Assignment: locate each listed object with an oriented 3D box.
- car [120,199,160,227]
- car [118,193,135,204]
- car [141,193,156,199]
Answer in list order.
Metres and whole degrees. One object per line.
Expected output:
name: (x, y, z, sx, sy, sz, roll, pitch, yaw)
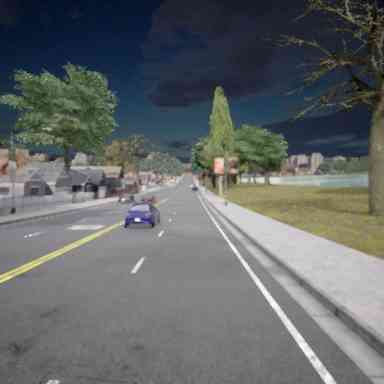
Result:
car: (-3.146, 1.427, 21.554, 1.812, 1.442, 4.674, 0, 1, 0)
car: (-9.804, 0.949, 50.051, 2.128, 1.511, 4.902, 0, 1, 0)
car: (-6.556, 0.930, 50.207, 1.882, 1.535, 5.008, 0, 1, 0)
